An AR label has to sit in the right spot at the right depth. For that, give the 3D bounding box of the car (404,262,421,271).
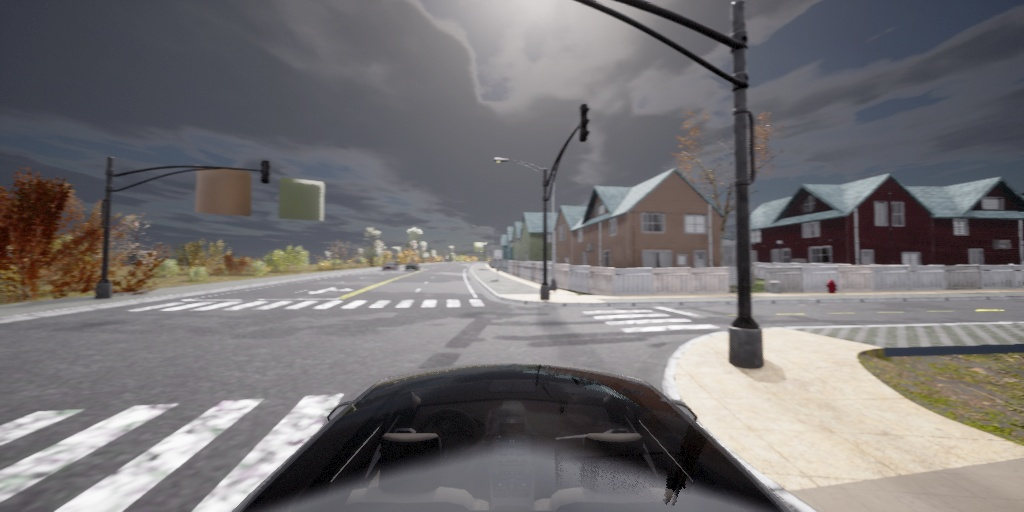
[{"bbox_3d":[-15.619,1.640,56.332,1.895,1.301,4.718,1,0,-7],"label":"car"}]

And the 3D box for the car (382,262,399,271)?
[{"bbox_3d":[-18.823,1.576,55.749,1.994,1.385,4.181,1,0,-7],"label":"car"}]
